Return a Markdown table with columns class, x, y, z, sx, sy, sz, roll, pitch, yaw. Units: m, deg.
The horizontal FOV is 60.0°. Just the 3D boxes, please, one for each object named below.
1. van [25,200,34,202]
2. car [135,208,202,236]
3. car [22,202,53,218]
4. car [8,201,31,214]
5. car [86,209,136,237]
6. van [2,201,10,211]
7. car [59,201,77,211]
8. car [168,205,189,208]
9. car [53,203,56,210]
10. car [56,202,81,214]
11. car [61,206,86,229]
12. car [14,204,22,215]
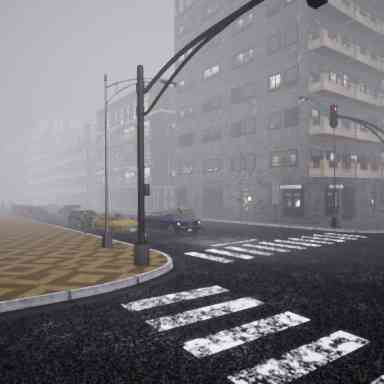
| class | x | y | z | sx | sy | sz | roll | pitch | yaw |
| --- | --- | --- | --- | --- | --- | --- | --- | --- | --- |
| van | -41.649 | 2.831 | 85.100 | 1.690 | 1.788 | 3.998 | -2 | 0 | -36 |
| car | -1.423 | 1.883 | 20.592 | 1.895 | 1.301 | 4.718 | -1 | -1 | -36 |
| car | -18.269 | 2.262 | 39.129 | 1.887 | 1.381 | 4.507 | -2 | 0 | -36 |
| car | -24.964 | 2.449 | 48.242 | 1.887 | 1.381 | 4.507 | -2 | 0 | -36 |
| car | -4.780 | 1.865 | 20.767 | 1.752 | 1.417 | 4.829 | -2 | 0 | -36 |
| van | -31.665 | 2.433 | 57.355 | 1.690 | 1.788 | 3.998 | -2 | 0 | -36 |
| car | -21.562 | 2.366 | 57.761 | 1.967 | 1.590 | 4.097 | -2 | 0 | -36 |
| car | -1.475 | 1.915 | 30.422 | 2.008 | 1.369 | 4.403 | -2 | 0 | -36 |
| car | -23.833 | 2.518 | 56.511 | 1.994 | 1.385 | 4.181 | -1 | -1 | -37 |
| car | -12.890 | 2.107 | 36.214 | 1.837 | 1.490 | 4.892 | -1 | 0 | -36 |
| car | -8.227 | 2.002 | 25.460 | 1.947 | 1.339 | 4.313 | -2 | 0 | -36 |
| car | -21.615 | 2.392 | 43.685 | 1.802 | 1.307 | 4.206 | -2 | 0 | -36 |
